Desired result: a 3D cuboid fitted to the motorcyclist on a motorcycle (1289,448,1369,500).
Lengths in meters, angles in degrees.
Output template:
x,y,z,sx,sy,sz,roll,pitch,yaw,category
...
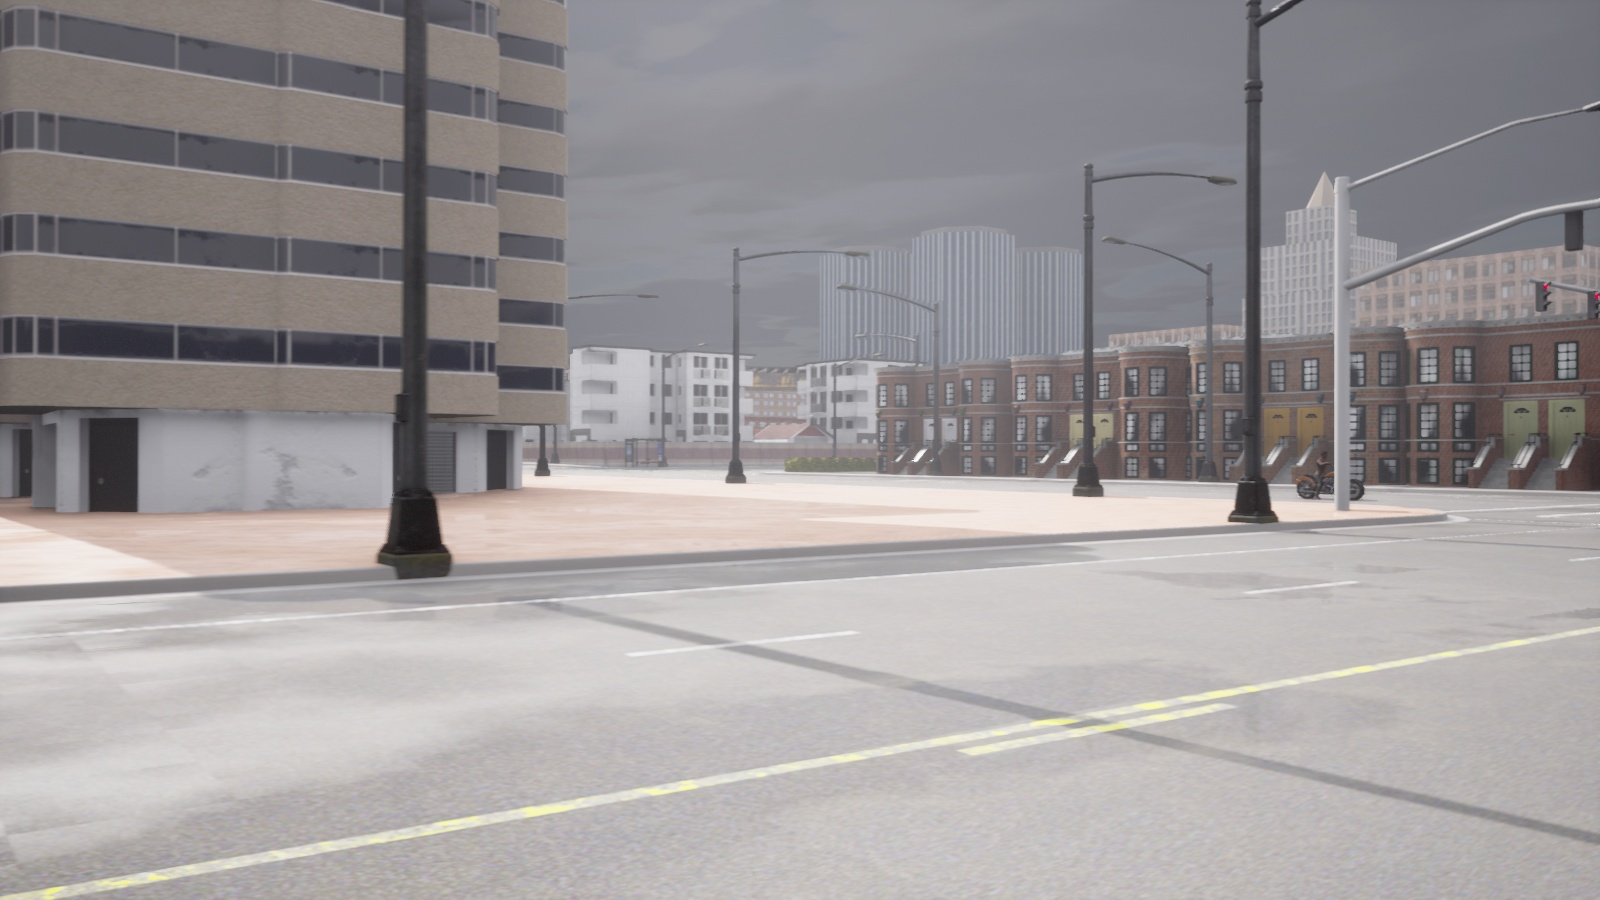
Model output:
x,y,z,sx,sy,sz,roll,pitch,yaw,category
17.177,0.759,40.803,0.766,1.649,2.350,0,0,-35,motorcyclist on a motorcycle
